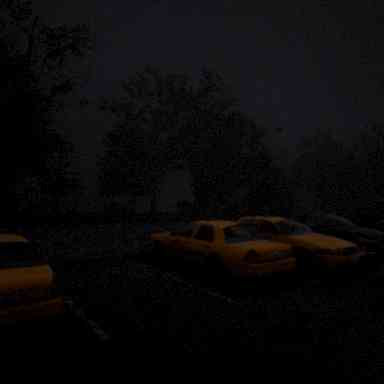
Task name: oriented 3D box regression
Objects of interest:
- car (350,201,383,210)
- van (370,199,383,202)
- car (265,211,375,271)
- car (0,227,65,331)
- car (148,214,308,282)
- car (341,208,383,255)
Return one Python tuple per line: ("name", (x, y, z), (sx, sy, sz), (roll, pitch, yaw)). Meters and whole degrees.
("car", (7.330, 1.432, 14.635), (2.185, 1.767, 4.553), (1, 0, -35))
("van", (11.899, 1.393, 17.789), (1.878, 1.987, 4.442), (1, 0, -35))
("car", (2.902, 1.510, 11.288), (1.946, 1.575, 5.366), (0, 0, -35))
("car", (-4.091, 1.479, 6.755), (1.946, 1.575, 5.366), (0, 0, -35))
("car", (0.527, 1.497, 10.049), (1.946, 1.575, 5.366), (0, 0, -35))
("car", (5.044, 1.533, 13.051), (2.231, 1.521, 4.892), (0, 0, -35))
